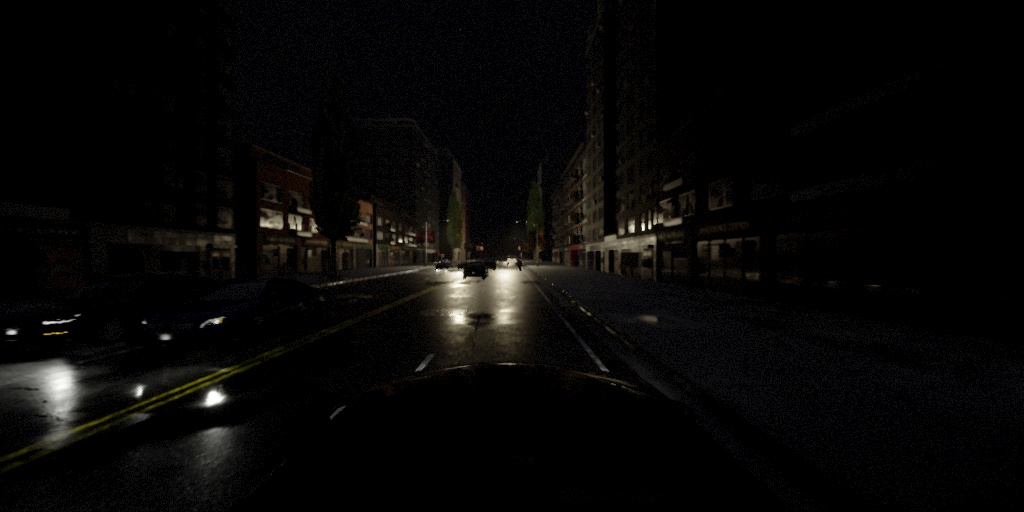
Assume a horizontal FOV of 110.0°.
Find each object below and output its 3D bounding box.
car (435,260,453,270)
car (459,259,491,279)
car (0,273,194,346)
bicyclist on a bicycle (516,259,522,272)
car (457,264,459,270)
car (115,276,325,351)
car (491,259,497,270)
[{"bbox_3d":[-9.817,1.258,52.384,2.033,1.411,5.357,0,0,1],"label":"car"},{"bbox_3d":[-3.156,1.210,31.798,1.882,1.535,5.008,0,0,0],"label":"car"},{"bbox_3d":[-9.850,1.254,9.487,1.837,1.490,4.892,0,0,0],"label":"car"},{"bbox_3d":[0.885,1.178,39.107,0.582,1.620,1.656,0,0,0],"label":"bicyclist on a bicycle"},{"bbox_3d":[-6.579,1.313,50.791,1.895,1.301,4.718,0,0,0],"label":"car"},{"bbox_3d":[-6.601,1.274,9.158,1.812,1.442,4.674,0,0,0],"label":"car"},{"bbox_3d":[-3.160,1.190,50.714,1.882,1.535,5.008,0,0,0],"label":"car"}]
